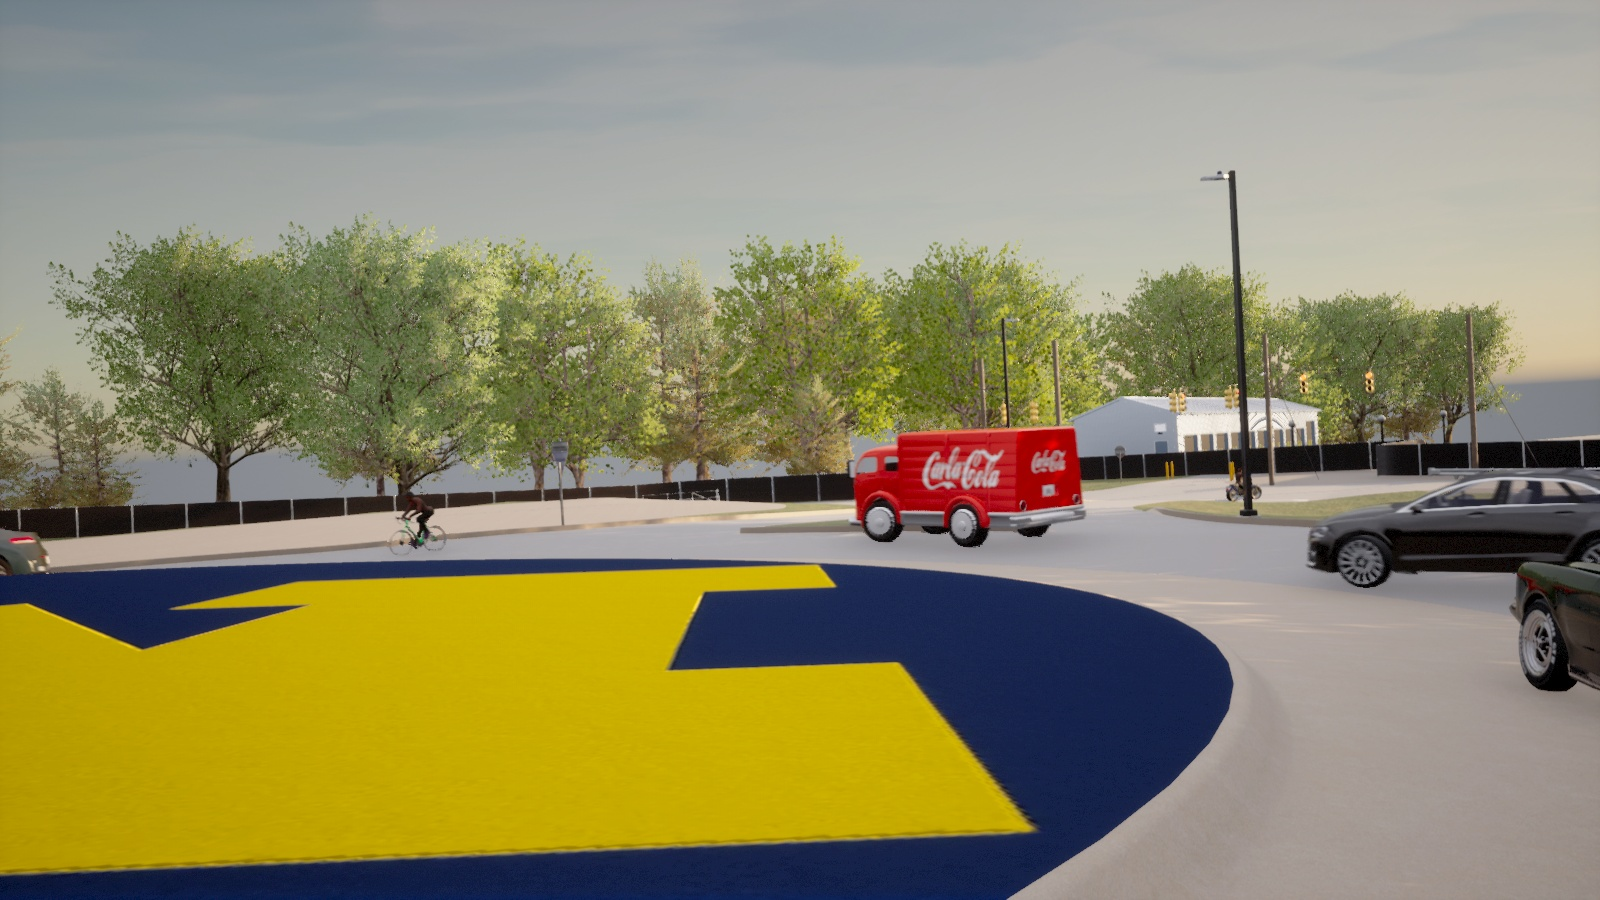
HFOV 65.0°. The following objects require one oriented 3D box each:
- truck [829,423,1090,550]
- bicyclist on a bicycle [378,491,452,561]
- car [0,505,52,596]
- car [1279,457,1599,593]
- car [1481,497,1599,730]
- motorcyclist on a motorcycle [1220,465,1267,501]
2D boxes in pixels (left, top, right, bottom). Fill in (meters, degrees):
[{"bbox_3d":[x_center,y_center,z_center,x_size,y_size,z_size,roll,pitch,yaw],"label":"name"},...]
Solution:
[{"bbox_3d":[3.467,0.777,28.062,2.627,2.467,5.204,-4,1,-42],"label":"truck"},{"bbox_3d":[-9.908,1.934,32.393,0.582,1.620,1.656,-2,2,42],"label":"bicyclist on a bicycle"},{"bbox_3d":[-18.023,2.220,25.134,5.027,1.651,2.152,-4,-6,-27],"label":"car"},{"bbox_3d":[9.183,0.941,16.475,4.902,1.511,2.128,-4,0,45],"label":"car"},{"bbox_3d":[5.641,1.054,7.075,1.895,1.301,4.718,4,0,13],"label":"car"},{"bbox_3d":[21.588,1.592,61.148,2.350,1.649,0.766,-3,1,-31],"label":"motorcyclist on a motorcycle"}]
